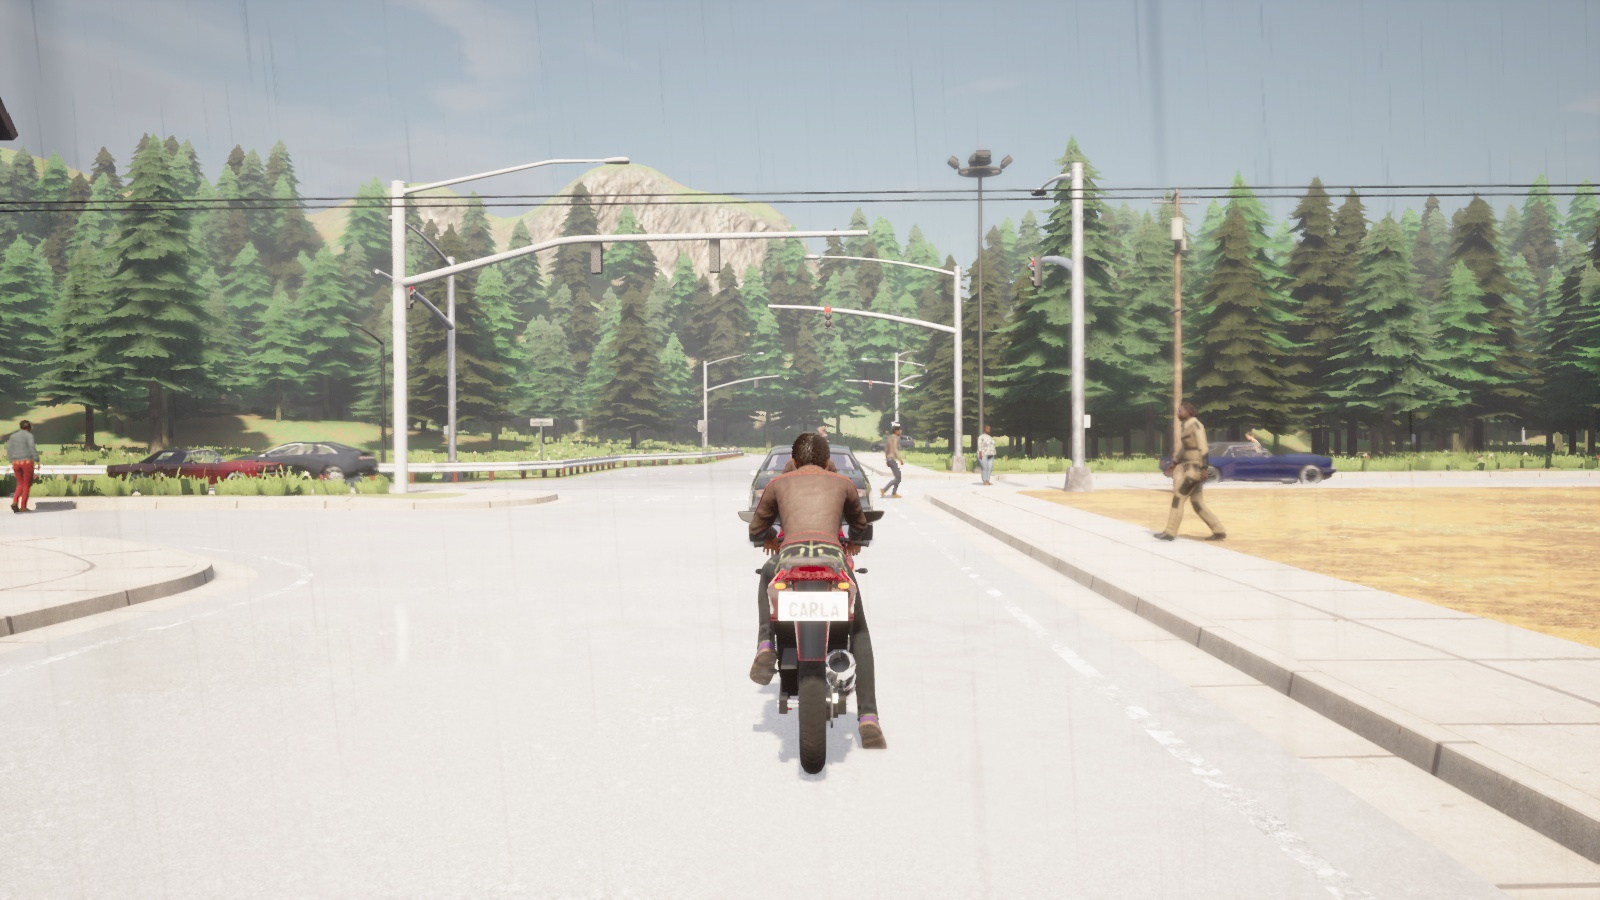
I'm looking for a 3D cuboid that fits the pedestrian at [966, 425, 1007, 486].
[{"bbox_3d":[5.746,0.162,38.668,0.874,1.855,0.900,-1,1,-36],"label":"pedestrian"}]

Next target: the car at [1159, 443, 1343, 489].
[{"bbox_3d":[13.169,0.449,36.850,4.718,1.301,1.895,0,1,1],"label":"car"}]

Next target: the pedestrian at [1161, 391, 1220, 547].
[{"bbox_3d":[4.913,0.232,15.813,0.692,1.930,0.396,0,1,17],"label":"pedestrian"}]

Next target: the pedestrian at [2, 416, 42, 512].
[{"bbox_3d":[-15.056,0.265,24.307,0.353,1.847,0.614,0,1,1],"label":"pedestrian"}]

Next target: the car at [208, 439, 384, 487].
[{"bbox_3d":[-16.406,0.410,41.082,4.902,1.511,2.128,0,1,0],"label":"car"}]

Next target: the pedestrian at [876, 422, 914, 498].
[{"bbox_3d":[2.292,0.242,30.280,0.869,1.805,0.328,0,1,-11],"label":"pedestrian"}]

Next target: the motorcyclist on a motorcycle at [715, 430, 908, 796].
[{"bbox_3d":[0.057,0.671,6.254,0.797,1.523,2.044,0,1,0],"label":"motorcyclist on a motorcycle"}]

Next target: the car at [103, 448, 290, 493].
[{"bbox_3d":[-18.043,0.596,37.681,4.718,1.301,1.895,0,1,1],"label":"car"}]

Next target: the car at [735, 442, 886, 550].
[{"bbox_3d":[0.165,0.601,19.547,2.033,1.411,5.357,0,1,1],"label":"car"}]
